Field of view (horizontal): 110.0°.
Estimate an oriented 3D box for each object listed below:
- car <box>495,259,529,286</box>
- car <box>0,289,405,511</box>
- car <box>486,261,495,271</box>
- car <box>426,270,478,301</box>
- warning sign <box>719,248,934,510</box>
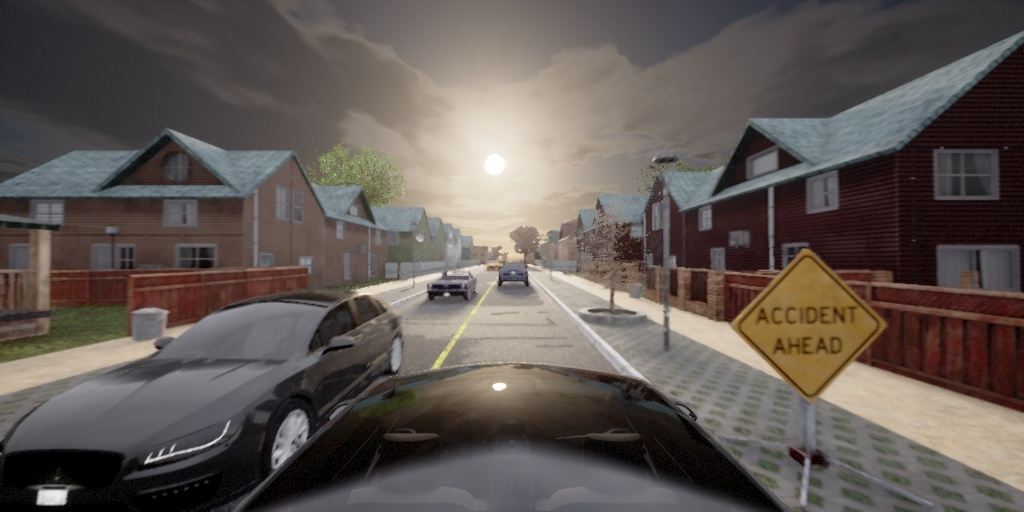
[{"bbox_3d":[0.096,1.143,26.142,2.097,1.767,4.553,0,0,0],"label":"car"},{"bbox_3d":[-2.848,1.257,4.656,1.837,1.490,4.892,0,0,0],"label":"car"},{"bbox_3d":[-2.813,1.426,54.228,1.882,1.535,5.008,0,0,0],"label":"car"},{"bbox_3d":[-2.820,1.372,17.681,1.895,1.301,4.718,0,0,0],"label":"car"},{"bbox_3d":[2.518,0.865,3.050,1.300,1.860,1.060,0,0,0],"label":"warning sign"}]
